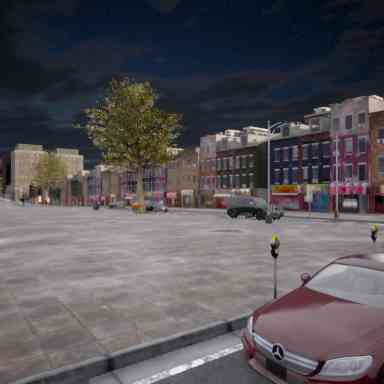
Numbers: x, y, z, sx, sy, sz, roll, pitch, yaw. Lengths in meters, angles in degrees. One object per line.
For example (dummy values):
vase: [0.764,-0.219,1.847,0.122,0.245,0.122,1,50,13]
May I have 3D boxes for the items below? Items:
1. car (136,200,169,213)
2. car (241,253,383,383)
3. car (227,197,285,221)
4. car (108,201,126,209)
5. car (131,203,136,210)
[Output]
car: [-4.884,1.995,43.559,2.128,1.511,4.902,0,-1,-35]
car: [2.572,1.582,4.638,4.206,1.307,1.802,0,0,-35]
car: [5.419,1.442,29.160,2.150,2.045,5.566,0,-1,-36]
car: [-13.826,2.396,61.054,2.128,1.511,4.902,0,-1,-35]
car: [-7.951,2.040,52.868,2.097,1.767,4.553,0,-1,-36]
